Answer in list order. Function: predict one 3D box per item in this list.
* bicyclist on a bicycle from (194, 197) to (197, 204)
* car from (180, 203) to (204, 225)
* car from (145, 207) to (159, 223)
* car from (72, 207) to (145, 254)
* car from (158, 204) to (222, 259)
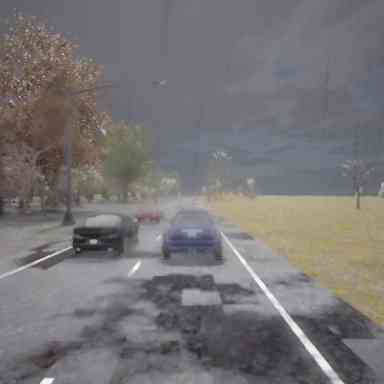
[{"bbox_3d":[0.971,2.331,92.382,0.659,1.776,1.843,0,0,0],"label":"bicyclist on a bicycle"},{"bbox_3d":[0.026,1.804,28.495,1.837,1.490,4.892,0,0,1],"label":"car"},{"bbox_3d":[-3.479,1.895,28.254,1.895,1.301,4.718,0,-1,1],"label":"car"},{"bbox_3d":[-3.469,1.626,14.253,1.882,1.535,5.008,0,0,1],"label":"car"},{"bbox_3d":[0.025,1.491,13.435,2.097,1.767,4.553,0,-1,1],"label":"car"}]
